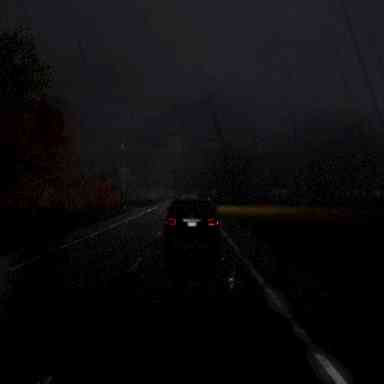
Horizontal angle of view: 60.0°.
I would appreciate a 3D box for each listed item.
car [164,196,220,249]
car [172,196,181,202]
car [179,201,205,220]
[{"bbox_3d":[0.000,1.255,14.680,2.150,2.045,5.566,0,0,0],"label":"car"},{"bbox_3d":[-3.500,1.541,76.738,1.994,1.385,4.181,0,0,0],"label":"car"},{"bbox_3d":[0.000,1.560,29.650,2.033,1.411,5.357,0,0,0],"label":"car"}]
